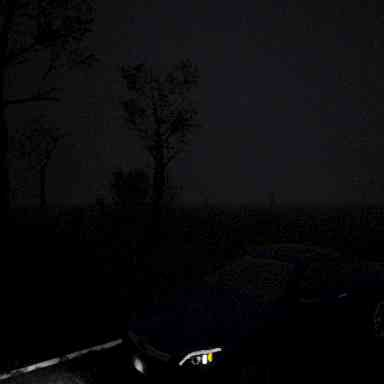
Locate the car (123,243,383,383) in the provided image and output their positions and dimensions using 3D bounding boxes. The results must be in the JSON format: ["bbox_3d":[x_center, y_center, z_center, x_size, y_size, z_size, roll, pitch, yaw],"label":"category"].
[{"bbox_3d":[1.288,1.571,4.974,4.674,1.442,1.812,0,-1,-37],"label":"car"}]
